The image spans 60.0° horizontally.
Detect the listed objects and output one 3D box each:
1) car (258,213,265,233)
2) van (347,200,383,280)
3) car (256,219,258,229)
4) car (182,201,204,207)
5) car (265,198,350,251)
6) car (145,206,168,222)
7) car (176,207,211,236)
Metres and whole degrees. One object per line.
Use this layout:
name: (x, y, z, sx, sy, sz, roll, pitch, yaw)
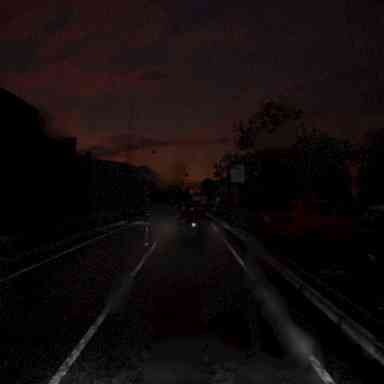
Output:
car: (6.202, 1.588, 16.941, 5.008, 1.535, 2.097, 0, -1, -1)
van: (6.388, 1.270, 7.836, 4.442, 1.987, 1.878, 0, 0, 0)
car: (6.197, 1.505, 19.979, 4.553, 1.767, 2.185, 0, -1, -1)
car: (0.049, 2.049, 39.257, 2.150, 2.045, 5.566, 0, -2, 1)
car: (6.257, 1.296, 14.028, 5.566, 2.045, 2.435, 0, -1, 0)
car: (-3.328, 2.089, 32.087, 1.812, 1.442, 4.674, 0, -2, 0)
car: (0.082, 1.769, 19.805, 1.994, 1.385, 4.181, 0, -1, 0)
